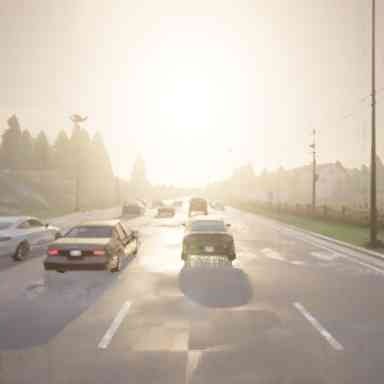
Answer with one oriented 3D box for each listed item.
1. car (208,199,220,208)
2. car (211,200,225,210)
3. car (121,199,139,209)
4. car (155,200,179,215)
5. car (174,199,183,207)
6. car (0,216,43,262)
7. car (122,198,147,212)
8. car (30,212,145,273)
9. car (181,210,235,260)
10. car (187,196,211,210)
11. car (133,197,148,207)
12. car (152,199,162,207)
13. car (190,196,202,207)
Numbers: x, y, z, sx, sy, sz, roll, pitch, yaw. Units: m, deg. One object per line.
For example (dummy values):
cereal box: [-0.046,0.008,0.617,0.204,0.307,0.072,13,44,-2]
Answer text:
car: [4.188,2.169,63.580,2.033,1.411,5.357,0,-1,0]
car: [4.144,2.038,53.577,1.812,1.442,4.674,0,-1,0]
car: [-9.857,1.914,53.253,1.837,1.490,4.892,0,-1,0]
car: [-2.823,1.927,38.376,1.895,1.301,4.718,0,0,0]
car: [-2.706,2.058,64.994,2.128,1.511,4.902,0,0,0]
car: [-6.438,1.591,12.221,1.812,1.442,4.674,0,-1,0]
car: [-6.333,1.761,36.469,1.882,1.535,5.008,0,0,0]
car: [-2.945,1.626,10.960,2.033,1.411,5.357,0,-1,0]
car: [0.564,1.646,12.819,1.812,1.442,4.674,0,0,0]
car: [0.678,1.572,38.224,2.150,2.045,5.566,0,0,0]
car: [-9.810,1.873,63.644,2.097,1.767,4.553,0,-1,0]
car: [-6.222,2.012,61.095,1.837,1.490,4.892,0,0,0]
car: [0.791,1.802,63.637,2.150,2.045,5.566,0,0,0]
